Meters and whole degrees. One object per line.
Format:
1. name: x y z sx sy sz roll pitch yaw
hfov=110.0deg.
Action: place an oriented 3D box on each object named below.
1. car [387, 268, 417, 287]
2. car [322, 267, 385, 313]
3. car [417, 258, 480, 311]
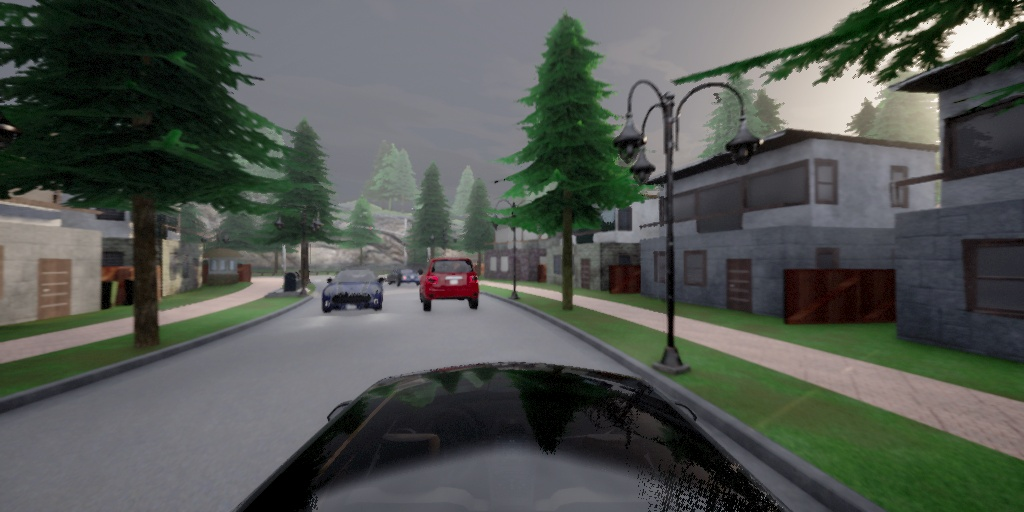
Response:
1. car: -8.689 1.664 29.015 2.033 1.411 5.357 0 -1 -30
2. car: -6.508 1.283 15.057 2.097 1.767 4.553 0 -1 -19
3. car: -2.873 1.150 15.788 2.150 2.045 5.566 0 -2 -16
